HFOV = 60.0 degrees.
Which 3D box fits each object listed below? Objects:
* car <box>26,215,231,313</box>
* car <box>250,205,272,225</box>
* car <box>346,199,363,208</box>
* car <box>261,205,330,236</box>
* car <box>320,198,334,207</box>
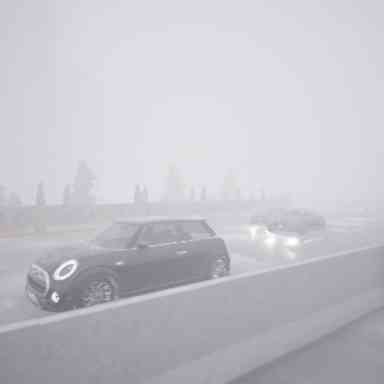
[{"bbox_3d":[-1.263,1.385,7.692,4.553,1.767,2.097,0,0,-39],"label":"car"},{"bbox_3d":[5.967,1.675,24.178,1.994,1.385,4.181,0,0,40],"label":"car"},{"bbox_3d":[26.725,1.913,54.773,1.994,1.385,4.181,0,-1,18],"label":"car"},{"bbox_3d":[6.064,1.643,19.101,1.994,1.385,4.181,0,0,43],"label":"car"},{"bbox_3d":[24.943,1.910,61.508,1.882,1.535,5.008,0,0,13],"label":"car"}]
